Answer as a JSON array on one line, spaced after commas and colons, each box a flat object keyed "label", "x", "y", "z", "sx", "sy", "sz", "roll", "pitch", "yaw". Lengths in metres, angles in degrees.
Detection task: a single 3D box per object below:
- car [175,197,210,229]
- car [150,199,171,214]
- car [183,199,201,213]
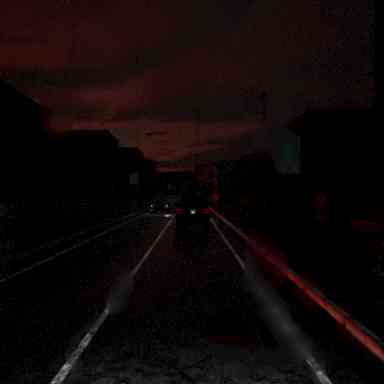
[{"label": "car", "x": 0.051, "y": 1.319, "z": 22.444, "sx": 2.150, "sy": 2.045, "sz": 5.566, "roll": 0, "pitch": 0, "yaw": 0}, {"label": "car", "x": -3.595, "y": 1.548, "z": 38.494, "sx": 2.097, "sy": 1.767, "sz": 4.553, "roll": 0, "pitch": 0, "yaw": 0}, {"label": "car", "x": 0.015, "y": 1.708, "z": 41.330, "sx": 2.128, "sy": 1.511, "sz": 4.902, "roll": 0, "pitch": 0, "yaw": 0}]
